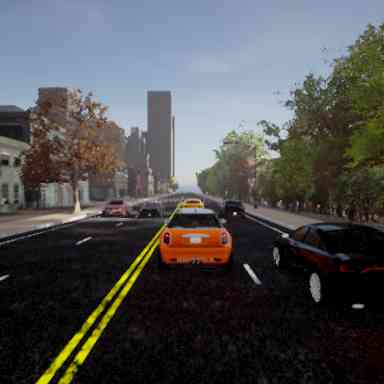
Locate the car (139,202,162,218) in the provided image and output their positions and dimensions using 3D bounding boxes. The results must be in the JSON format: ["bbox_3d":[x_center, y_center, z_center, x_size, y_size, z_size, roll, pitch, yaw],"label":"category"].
[{"bbox_3d":[-3.377,1.505,28.686,1.895,1.301,4.718,0,0,0],"label":"car"}]

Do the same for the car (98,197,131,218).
[{"bbox_3d":[-6.634,1.427,29.591,1.812,1.442,4.674,0,0,0],"label":"car"}]

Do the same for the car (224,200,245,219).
[{"bbox_3d":[3.324,1.410,28.200,1.837,1.490,4.892,0,0,0],"label":"car"}]

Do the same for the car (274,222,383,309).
[{"bbox_3d":[3.347,1.451,7.908,1.882,1.535,5.008,0,0,0],"label":"car"}]

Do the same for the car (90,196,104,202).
[{"bbox_3d":[-20.708,1.573,75.039,4.313,1.339,1.947,-1,1,-1],"label":"car"}]

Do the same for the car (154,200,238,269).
[{"bbox_3d":[0.099,1.314,11.121,2.097,1.767,4.553,0,0,0],"label":"car"}]
